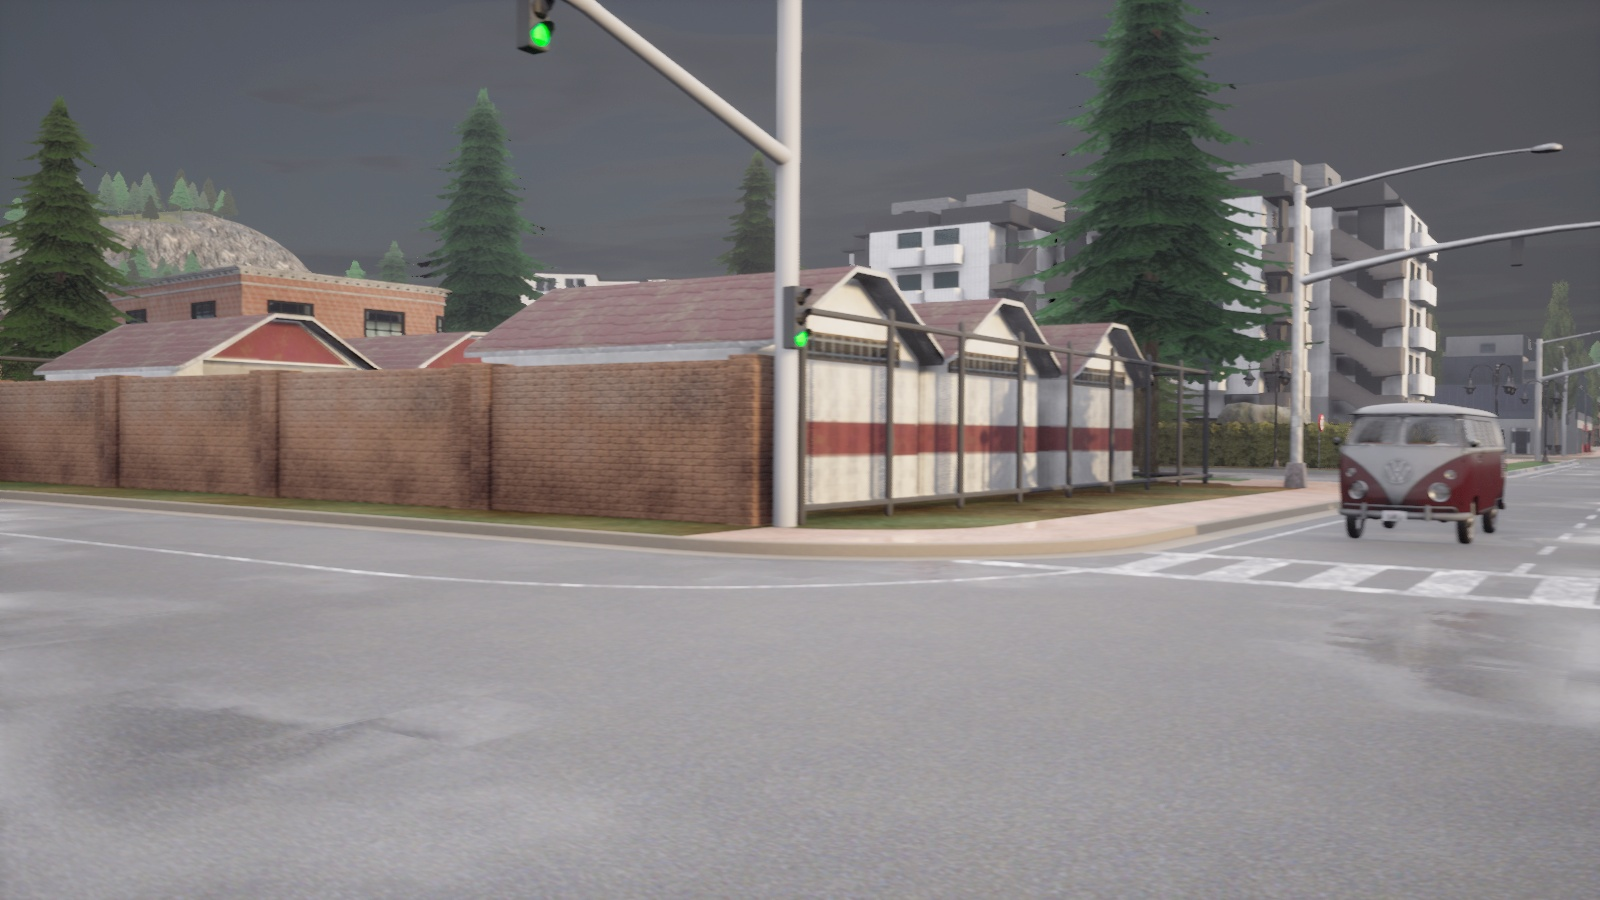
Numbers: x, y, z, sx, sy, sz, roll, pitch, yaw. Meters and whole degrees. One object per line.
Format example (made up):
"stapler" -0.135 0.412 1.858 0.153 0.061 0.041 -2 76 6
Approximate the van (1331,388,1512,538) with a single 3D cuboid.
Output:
"van" 9.526 0.138 19.048 1.775 1.987 4.442 0 1 35
